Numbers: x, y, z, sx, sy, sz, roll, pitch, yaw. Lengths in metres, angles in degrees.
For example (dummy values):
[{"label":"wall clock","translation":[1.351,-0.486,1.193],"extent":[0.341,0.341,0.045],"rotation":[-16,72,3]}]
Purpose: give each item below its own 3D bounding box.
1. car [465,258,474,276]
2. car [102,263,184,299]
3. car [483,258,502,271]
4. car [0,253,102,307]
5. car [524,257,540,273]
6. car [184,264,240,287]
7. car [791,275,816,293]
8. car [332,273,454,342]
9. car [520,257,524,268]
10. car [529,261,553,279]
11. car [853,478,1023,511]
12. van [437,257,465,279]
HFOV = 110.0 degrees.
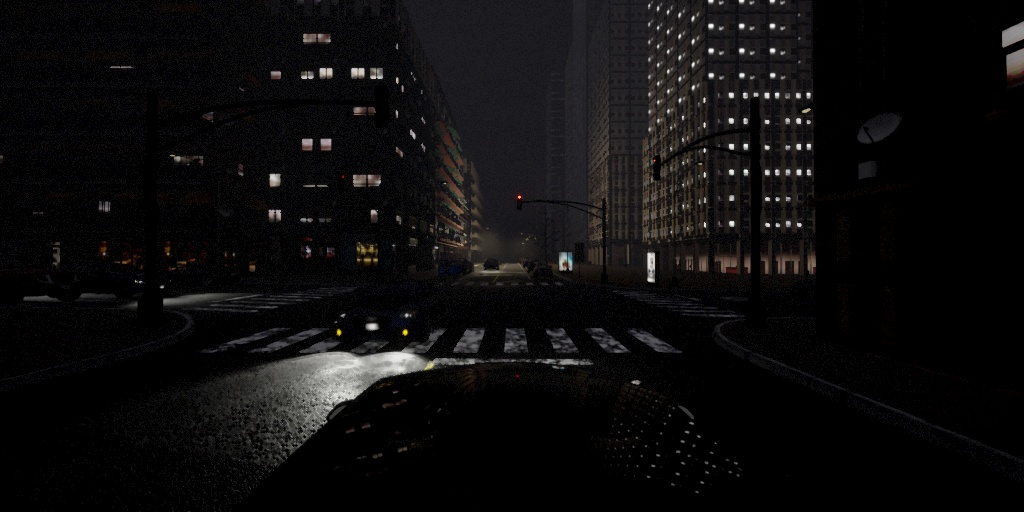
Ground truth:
[{"label":"car","translation":[-5.602,1.080,38.056],"extent":[2.192,1.841,5.009],"rotation":[0,0,0]},{"label":"car","translation":[-17.583,1.033,15.626],"extent":[4.674,1.442,1.812],"rotation":[1,0,0]},{"label":"car","translation":[-2.884,1.117,50.210],"extent":[2.097,1.767,4.553],"rotation":[0,0,0]},{"label":"car","translation":[-18.745,0.784,13.005],"extent":[5.009,1.841,2.192],"rotation":[0,0,0]},{"label":"car","translation":[2.792,1.208,43.563],"extent":[1.967,1.591,4.097],"rotation":[0,0,0]},{"label":"car","translation":[-18.747,1.104,21.386],"extent":[4.313,1.339,1.948],"rotation":[0,0,0]},{"label":"car","translation":[19.441,1.644,21.698],"extent":[4.403,1.370,2.007],"rotation":[0,0,0]},{"label":"car","translation":[-2.981,1.316,9.626],"extent":[1.994,1.385,4.181],"rotation":[0,0,0]},{"label":"car","translation":[2.831,1.222,60.145],"extent":[1.967,1.591,4.097],"rotation":[0,0,0]},{"label":"car","translation":[2.766,1.344,32.507],"extent":[1.802,1.307,4.207],"rotation":[0,0,0]},{"label":"car","translation":[2.688,1.315,0.102],"extent":[1.948,1.339,4.313],"rotation":[0,0,0]},{"label":"van","translation":[-5.616,1.103,32.528],"extent":[1.690,1.789,3.998],"rotation":[0,0,0]}]
